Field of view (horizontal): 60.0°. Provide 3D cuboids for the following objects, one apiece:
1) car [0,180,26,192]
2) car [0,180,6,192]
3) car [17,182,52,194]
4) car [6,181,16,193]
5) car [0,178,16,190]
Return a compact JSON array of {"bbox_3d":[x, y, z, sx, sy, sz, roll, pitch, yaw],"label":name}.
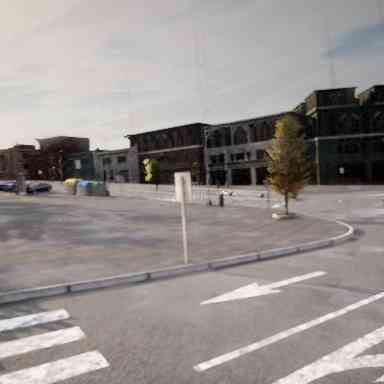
[{"bbox_3d":[-29.764,-0.994,53.920,2.097,1.535,5.008,1,6,16],"label":"car"},{"bbox_3d":[-27.366,-0.825,52.208,2.002,1.452,4.674,0,6,16],"label":"car"},{"bbox_3d":[-22.607,-0.566,48.689,2.163,1.488,4.792,1,6,17],"label":"car"},{"bbox_3d":[-24.968,-0.734,50.478,2.231,1.521,4.892,1,6,17],"label":"car"},{"bbox_3d":[-32.199,-1.240,55.561,2.185,1.767,4.553,0,6,15],"label":"car"}]
